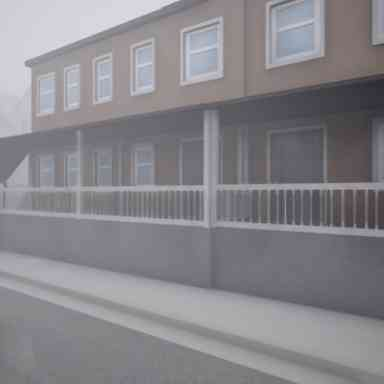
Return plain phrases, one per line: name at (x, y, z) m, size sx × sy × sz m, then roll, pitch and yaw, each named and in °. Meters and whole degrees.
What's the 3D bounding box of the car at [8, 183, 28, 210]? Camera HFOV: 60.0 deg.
car at (-15.237, 0.726, 27.256) m, size 2.150 × 2.045 × 5.566 m, roll 0°, pitch 14°, yaw 34°
